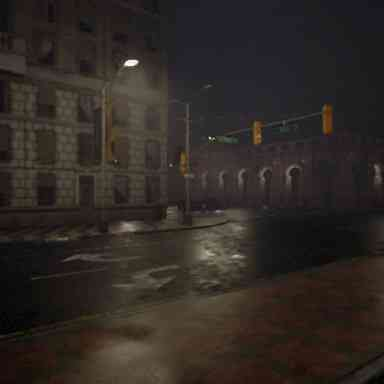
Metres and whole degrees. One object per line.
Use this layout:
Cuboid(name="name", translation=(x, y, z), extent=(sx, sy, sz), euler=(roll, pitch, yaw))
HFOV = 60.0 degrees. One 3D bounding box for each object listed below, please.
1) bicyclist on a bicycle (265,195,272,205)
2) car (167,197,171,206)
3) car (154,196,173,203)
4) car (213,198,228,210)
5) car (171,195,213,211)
Cuboid(name="bicyclist on a bicycle", translation=(12.432, 1.244, 54.244), extent=(1.656, 1.620, 0.582), euler=(0, 0, -36))
Cuboid(name="car", translation=(-3.075, 1.565, 51.074), extent=(1.895, 1.301, 4.718), euler=(0, 0, -35))
Cuboid(name="car", translation=(-5.822, 1.555, 67.448), extent=(1.895, 1.301, 4.718), euler=(0, 0, -35))
Cuboid(name="car", translation=(2.686, 1.489, 43.022), extent=(1.812, 1.442, 4.674), euler=(0, 0, -36))
Cuboid(name="car", translation=(-0.060, 1.460, 40.843), extent=(2.128, 1.511, 4.902), euler=(0, 0, -36))
